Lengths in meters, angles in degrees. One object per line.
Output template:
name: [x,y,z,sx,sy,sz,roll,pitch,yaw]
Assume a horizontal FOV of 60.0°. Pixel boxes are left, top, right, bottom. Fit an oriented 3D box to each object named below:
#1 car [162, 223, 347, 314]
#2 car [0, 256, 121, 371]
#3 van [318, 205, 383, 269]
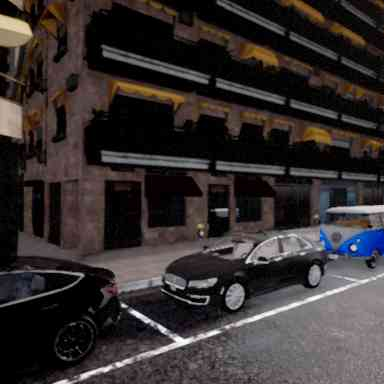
car: [1.390,1.589,7.668,4.403,1.369,2.008,0,0,-37]
car: [-3.056,1.624,4.314,4.313,1.339,1.947,0,0,-37]
van: [5.837,1.360,11.021,3.998,1.788,1.690,0,0,-37]
